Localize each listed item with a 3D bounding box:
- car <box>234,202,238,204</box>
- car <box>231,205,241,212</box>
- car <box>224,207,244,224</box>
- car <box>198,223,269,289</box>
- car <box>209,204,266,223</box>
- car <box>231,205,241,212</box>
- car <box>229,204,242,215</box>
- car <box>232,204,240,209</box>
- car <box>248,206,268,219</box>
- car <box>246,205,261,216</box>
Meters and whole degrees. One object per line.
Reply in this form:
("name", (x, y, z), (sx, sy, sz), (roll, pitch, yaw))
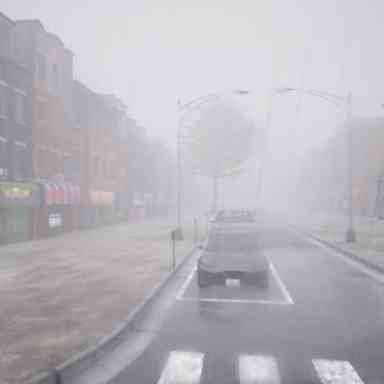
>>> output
("car", (6.321, 2.611, 48.218), (1.967, 1.590, 4.097), (-1, -2, 8))
("car", (8.504, 3.249, 64.657), (1.802, 1.307, 4.206), (-1, -2, 8))
("car", (4.277, 2.287, 33.603), (1.837, 1.490, 4.892), (0, -1, 8))
("car", (1.224, 1.798, 9.848), (1.947, 1.339, 4.313), (-1, -2, 7))
("car", (1.957, 1.671, 15.324), (2.192, 1.841, 5.009), (-1, -1, 8))
("car", (9.231, 3.390, 70.141), (2.008, 1.369, 4.403), (-1, -2, 8))
("car", (7.048, 2.769, 53.700), (1.967, 1.590, 4.097), (-1, -2, 8))
("car", (12.147, 4.038, 92.079), (2.008, 1.369, 4.403), (-1, -2, 8))
("car", (8.081, 2.461, 40.962), (2.128, 1.511, 4.902), (0, -2, 8))
("car", (9.353, 2.738, 50.891), (2.128, 1.511, 4.902), (0, -2, 8))
